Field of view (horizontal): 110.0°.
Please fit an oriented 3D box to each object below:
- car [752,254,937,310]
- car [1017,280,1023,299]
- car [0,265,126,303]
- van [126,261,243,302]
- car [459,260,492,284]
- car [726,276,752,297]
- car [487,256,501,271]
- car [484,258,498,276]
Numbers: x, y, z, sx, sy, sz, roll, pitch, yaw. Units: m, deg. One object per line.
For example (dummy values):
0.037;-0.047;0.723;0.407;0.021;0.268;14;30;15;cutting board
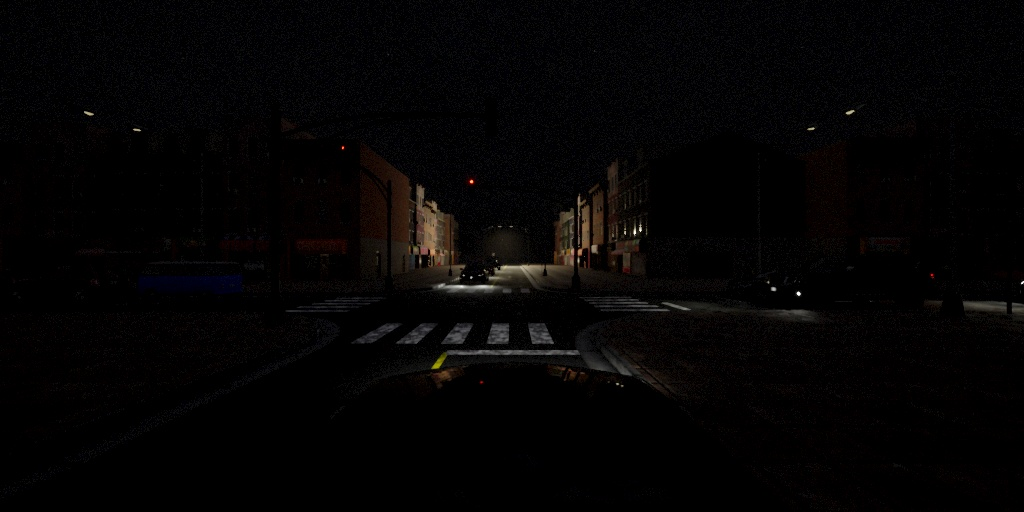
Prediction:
12.975;0.935;14.003;5.566;2.045;2.150;0;0;0;car
23.113;1.047;14.028;4.553;1.767;2.097;0;0;0;car
-20.189;1.239;16.449;4.097;1.591;1.967;0;0;0;car
-14.714;1.124;16.464;3.998;1.789;1.690;0;0;0;van
-2.819;1.270;27.464;1.837;1.490;4.892;0;0;1;car
12.289;1.267;16.538;4.403;1.370;2.007;0;0;0;car
-2.734;1.005;51.392;2.150;2.045;5.566;0;0;0;car
-2.774;1.250;37.424;1.882;1.535;5.008;0;0;0;car
